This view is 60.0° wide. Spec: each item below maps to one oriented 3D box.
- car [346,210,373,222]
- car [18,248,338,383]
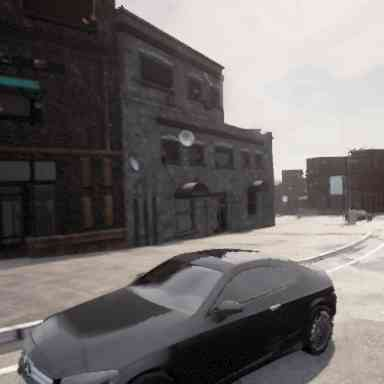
[{"bbox_3d":[21.057,2.954,42.016,1.882,1.535,5.008,-2,-4,7],"label":"car"},{"bbox_3d":[0.252,1.573,4.550,4.674,1.442,1.812,1,-1,-40],"label":"car"}]
